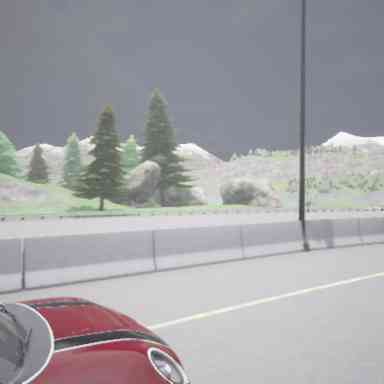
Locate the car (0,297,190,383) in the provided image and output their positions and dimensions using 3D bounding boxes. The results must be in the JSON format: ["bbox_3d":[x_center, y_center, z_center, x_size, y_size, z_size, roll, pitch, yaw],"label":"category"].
[{"bbox_3d":[-2.160,1.336,2.091,4.553,1.767,2.097,1,0,-36],"label":"car"}]
